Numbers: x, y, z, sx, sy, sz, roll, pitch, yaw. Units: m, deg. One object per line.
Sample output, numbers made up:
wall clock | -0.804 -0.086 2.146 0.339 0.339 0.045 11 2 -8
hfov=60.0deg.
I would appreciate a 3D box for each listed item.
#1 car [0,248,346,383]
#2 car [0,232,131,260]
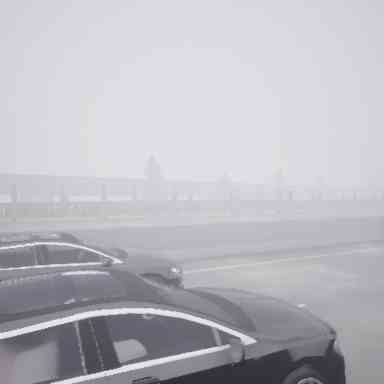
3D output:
car | -0.765 1.489 2.900 4.902 1.511 2.128 0 0 -29
car | -2.494 1.488 5.943 4.902 1.511 2.128 0 0 -29
